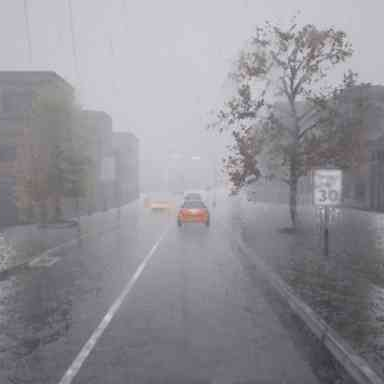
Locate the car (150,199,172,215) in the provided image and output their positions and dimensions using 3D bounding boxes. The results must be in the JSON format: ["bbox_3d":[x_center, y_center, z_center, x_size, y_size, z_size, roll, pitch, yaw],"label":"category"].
[{"bbox_3d":[-3.081,1.460,33.529,1.882,1.535,5.008,0,0,0],"label":"car"}]

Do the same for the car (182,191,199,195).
[{"bbox_3d":[0.118,1.189,42.672,2.150,2.045,5.566,0,0,0],"label":"car"}]

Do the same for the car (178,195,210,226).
[{"bbox_3d":[0.109,1.340,23.422,2.097,1.767,4.553,0,0,0],"label":"car"}]

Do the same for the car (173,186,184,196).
[{"bbox_3d":[-2.973,-0.271,74.489,2.150,2.045,5.566,0,4,0],"label":"car"}]
